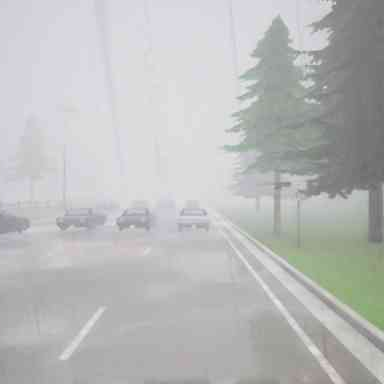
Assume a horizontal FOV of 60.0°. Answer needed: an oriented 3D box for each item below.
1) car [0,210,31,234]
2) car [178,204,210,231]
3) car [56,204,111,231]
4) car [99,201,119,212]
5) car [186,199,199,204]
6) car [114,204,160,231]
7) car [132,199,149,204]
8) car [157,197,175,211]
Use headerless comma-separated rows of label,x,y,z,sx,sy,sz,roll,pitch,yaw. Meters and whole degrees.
car,-10.400,1.615,17.117,2.033,1.411,5.357,0,0,0
car,0.100,1.684,21.351,1.895,1.301,4.718,0,0,0
car,-6.900,1.685,21.369,1.895,1.301,4.718,0,0,0
car,-10.467,1.763,41.452,1.895,1.301,4.718,0,0,1
car,0.063,1.667,44.776,2.128,1.511,4.902,0,0,0
car,-3.400,1.684,21.301,1.895,1.301,4.718,0,0,0
car,-6.937,1.668,44.782,2.128,1.511,4.902,0,0,0
car,-3.439,1.525,44.726,2.097,1.767,4.553,0,0,0
